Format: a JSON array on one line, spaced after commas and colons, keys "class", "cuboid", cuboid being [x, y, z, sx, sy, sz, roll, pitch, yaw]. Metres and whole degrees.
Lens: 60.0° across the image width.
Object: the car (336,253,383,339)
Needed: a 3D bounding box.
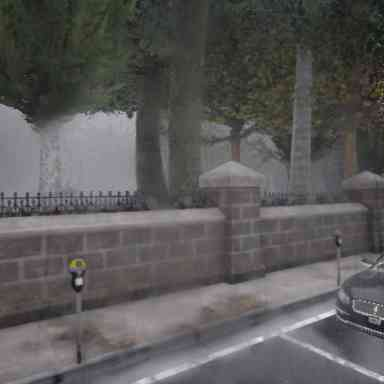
[{"class": "car", "cuboid": [4.315, 1.549, 5.891, 4.403, 1.369, 2.008, 0, 0, -35]}]
